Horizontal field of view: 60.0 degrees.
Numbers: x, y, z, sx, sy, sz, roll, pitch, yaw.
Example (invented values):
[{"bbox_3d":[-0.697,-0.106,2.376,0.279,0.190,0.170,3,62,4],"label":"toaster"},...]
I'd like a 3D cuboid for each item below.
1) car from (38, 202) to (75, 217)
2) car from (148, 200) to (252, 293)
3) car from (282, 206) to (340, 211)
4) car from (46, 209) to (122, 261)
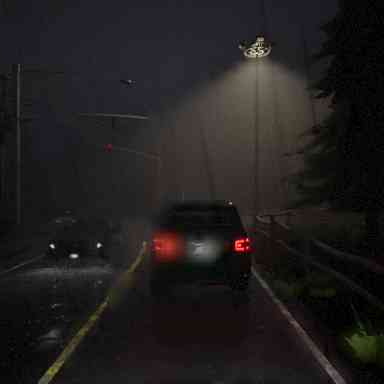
[{"bbox_3d":[-12.107,1.564,29.779,4.181,1.385,1.994,0,0,42],"label":"car"},{"bbox_3d":[0.008,1.221,9.065,2.150,2.045,5.566,0,0,-5],"label":"car"},{"bbox_3d":[10.701,1.627,30.144,4.718,1.301,1.895,0,0,0],"label":"car"},{"bbox_3d":[-3.782,1.547,12.682,2.033,1.411,5.357,0,0,-5],"label":"car"}]
